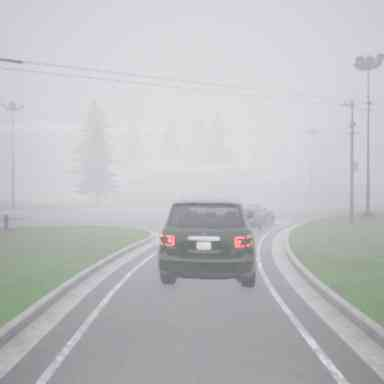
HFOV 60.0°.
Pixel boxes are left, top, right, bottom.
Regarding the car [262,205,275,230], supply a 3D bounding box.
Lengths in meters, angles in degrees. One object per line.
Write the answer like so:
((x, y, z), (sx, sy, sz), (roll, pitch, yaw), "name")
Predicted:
((3.615, 1.379, 19.815), (1.994, 1.385, 4.181), (0, 1, 24), "car")

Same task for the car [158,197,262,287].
((0.561, 1.135, 9.265), (2.150, 2.045, 5.566), (0, 1, 7), "car")
